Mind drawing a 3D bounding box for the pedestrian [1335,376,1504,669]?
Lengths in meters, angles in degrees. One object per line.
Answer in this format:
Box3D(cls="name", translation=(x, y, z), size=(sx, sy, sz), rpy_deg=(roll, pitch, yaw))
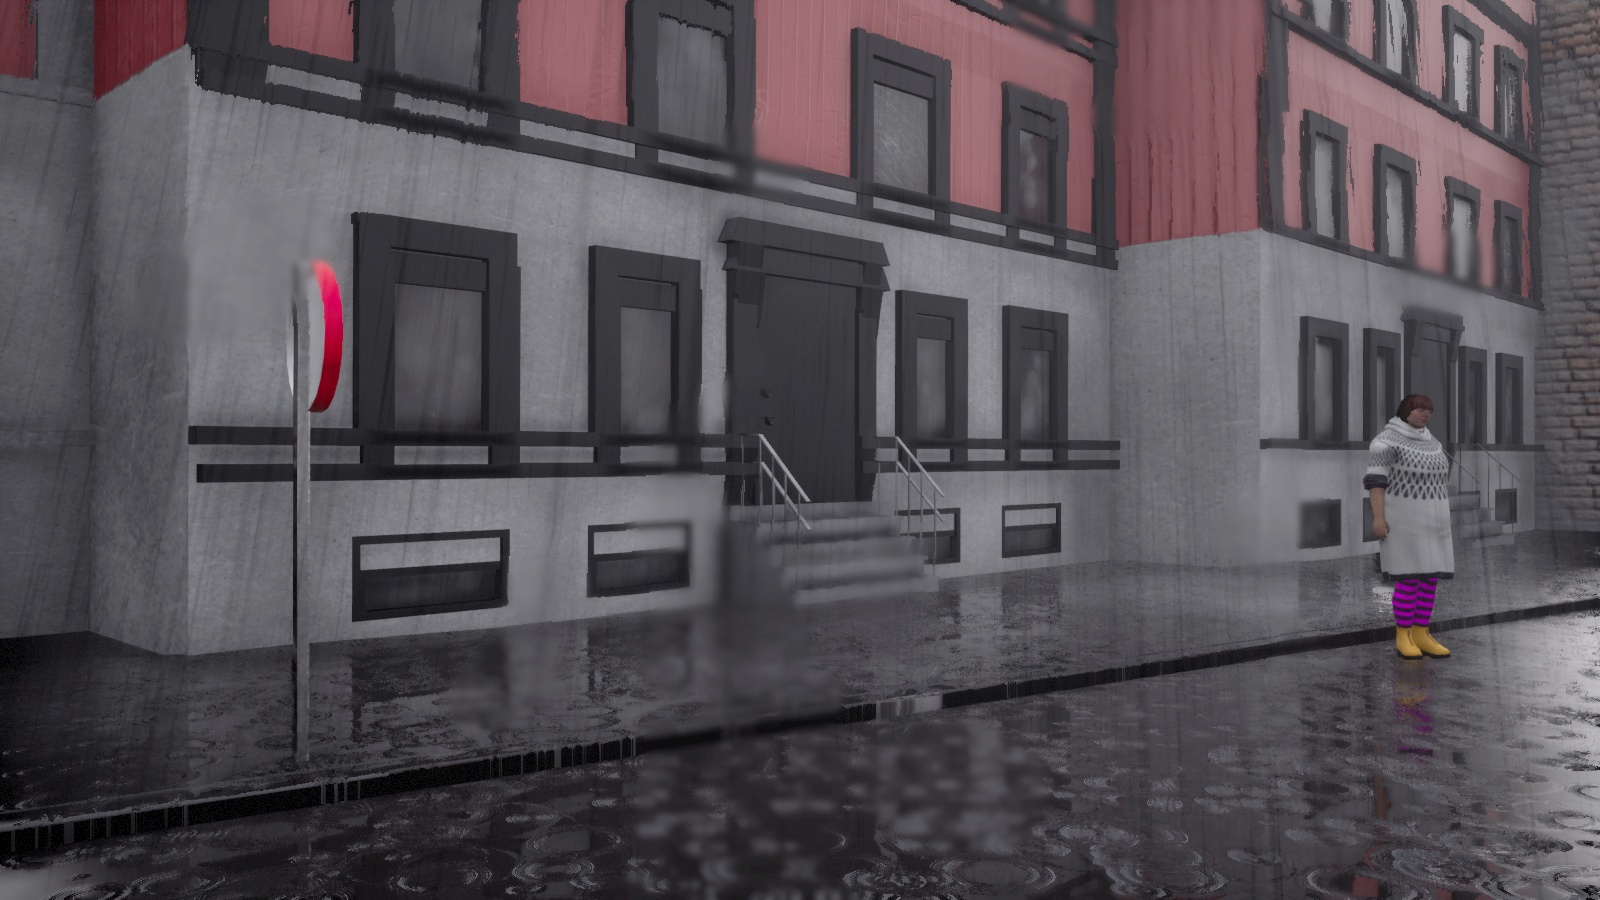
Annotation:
Box3D(cls="pedestrian", translation=(4.354, 0.482, 8.872), size=(0.659, 1.952, 0.873), rpy_deg=(0, 0, -14))
